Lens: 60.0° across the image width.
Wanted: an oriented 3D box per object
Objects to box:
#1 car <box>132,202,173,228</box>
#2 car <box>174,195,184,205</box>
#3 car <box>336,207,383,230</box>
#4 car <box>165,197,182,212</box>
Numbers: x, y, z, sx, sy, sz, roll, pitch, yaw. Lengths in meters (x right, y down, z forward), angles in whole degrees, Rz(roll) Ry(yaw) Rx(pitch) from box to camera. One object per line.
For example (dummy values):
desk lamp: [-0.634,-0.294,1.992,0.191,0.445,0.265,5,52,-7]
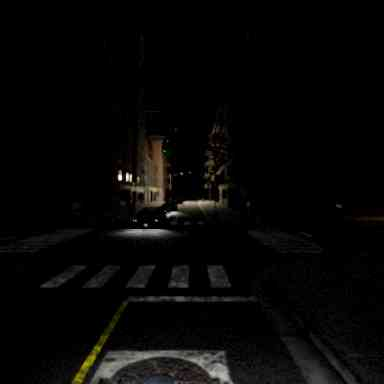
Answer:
car: [-2.849,1.717,23.727,2.033,1.411,5.357,0,0,2]
car: [-2.821,1.614,66.912,2.150,2.045,5.566,0,0,0]
car: [11.613,1.689,21.578,4.829,1.417,1.752,0,-1,0]
car: [-2.796,1.807,43.624,2.128,1.511,4.902,0,1,0]
